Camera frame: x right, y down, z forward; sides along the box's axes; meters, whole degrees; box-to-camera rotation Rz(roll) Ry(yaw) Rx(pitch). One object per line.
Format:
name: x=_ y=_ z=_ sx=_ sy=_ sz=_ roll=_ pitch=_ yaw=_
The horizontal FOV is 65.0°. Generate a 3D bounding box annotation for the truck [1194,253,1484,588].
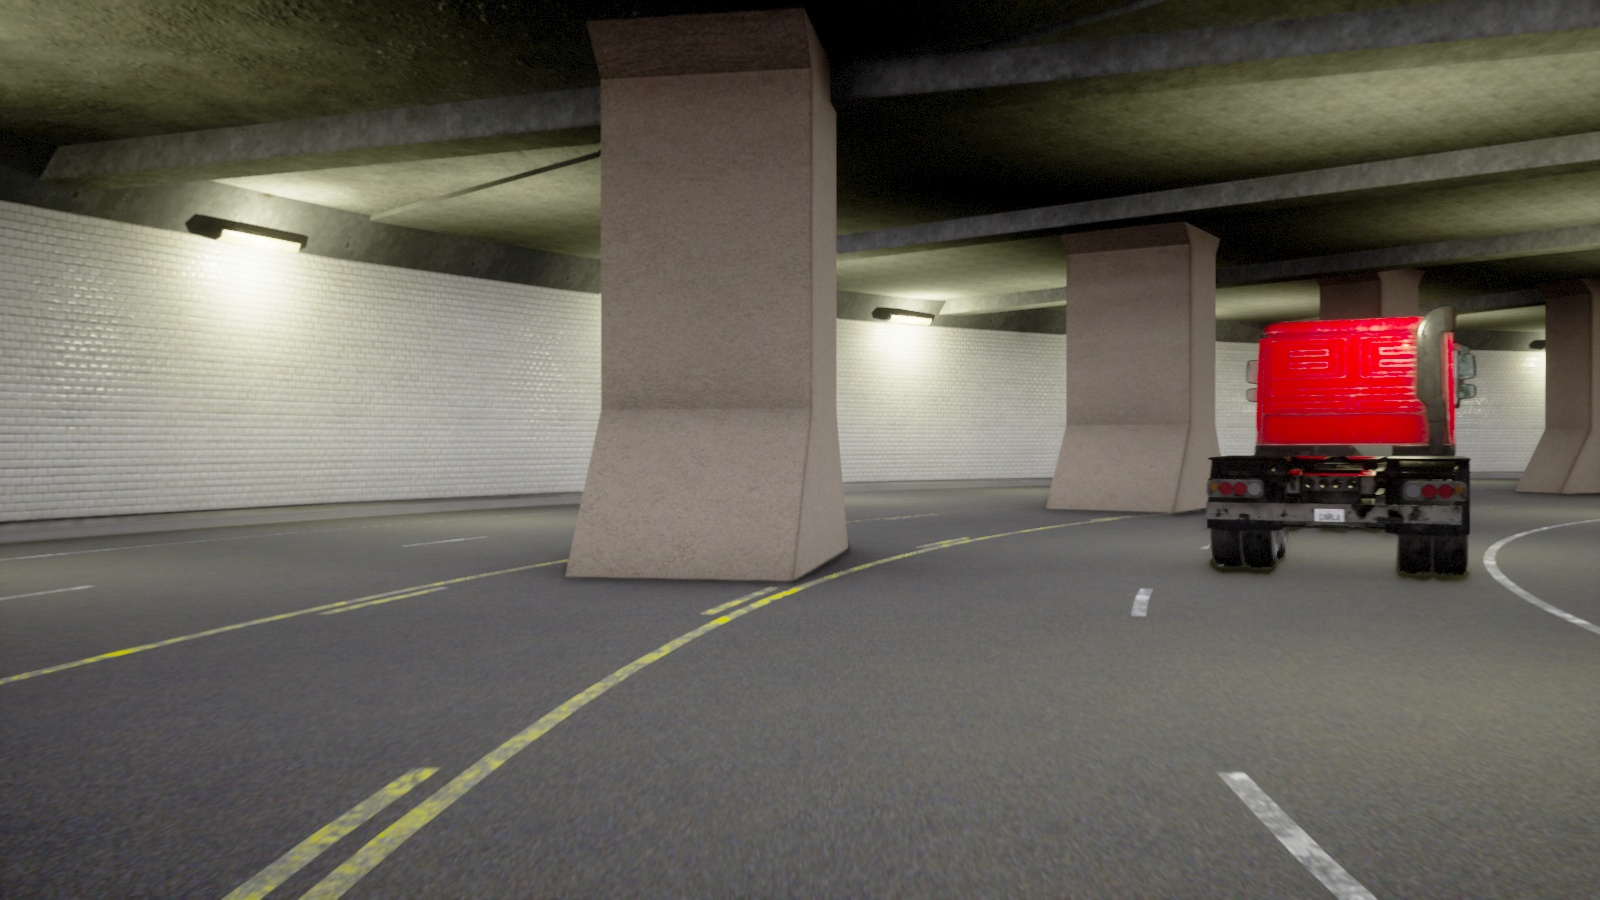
truck: x=7.535 y=-0.325 z=17.204 sx=2.891 sy=3.462 sz=7.936 roll=0 pitch=0 yaw=26
